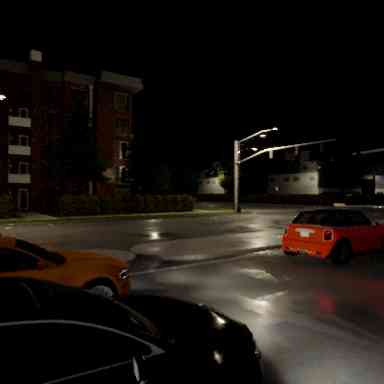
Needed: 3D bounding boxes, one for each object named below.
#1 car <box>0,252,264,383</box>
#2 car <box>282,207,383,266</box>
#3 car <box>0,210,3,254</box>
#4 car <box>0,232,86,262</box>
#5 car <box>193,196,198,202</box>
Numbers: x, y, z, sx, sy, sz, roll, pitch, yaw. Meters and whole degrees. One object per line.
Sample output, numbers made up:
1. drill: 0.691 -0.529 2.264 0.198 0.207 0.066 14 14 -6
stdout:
1. car: -1.507 1.506 2.675 4.892 1.490 1.837 0 0 -36
2. car: 5.366 1.396 11.998 4.553 1.767 2.097 0 0 -36
3. car: -9.443 1.473 11.388 5.008 1.535 1.882 0 0 -36
4. car: -3.465 1.479 5.576 5.008 1.535 1.882 0 0 -35
5. car: -0.337 1.707 78.817 1.812 1.442 4.674 0 0 -35
